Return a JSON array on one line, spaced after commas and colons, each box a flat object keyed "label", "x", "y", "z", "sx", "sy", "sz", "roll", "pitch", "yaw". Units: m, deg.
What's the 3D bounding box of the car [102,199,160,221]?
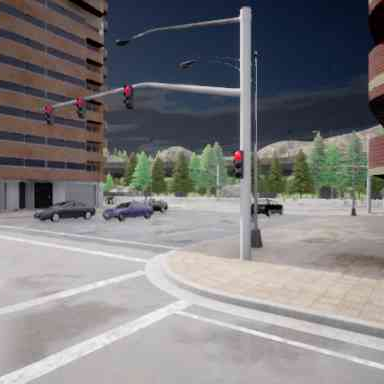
[{"label": "car", "x": -5.085, "y": 1.514, "z": 27.082, "sx": 1.812, "sy": 1.442, "sz": 4.674, "roll": 0, "pitch": 0, "yaw": 36}]

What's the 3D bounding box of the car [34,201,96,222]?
[{"label": "car", "x": -9.945, "y": 1.491, "z": 26.345, "sx": 1.837, "sy": 1.490, "sz": 4.892, "roll": 0, "pitch": 0, "yaw": 36}]

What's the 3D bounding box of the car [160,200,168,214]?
[{"label": "car", "x": -4.456, "y": 1.478, "z": 33.882, "sx": 2.128, "sy": 1.511, "sz": 4.902, "roll": 0, "pitch": 0, "yaw": 36}]

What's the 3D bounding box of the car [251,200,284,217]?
[{"label": "car", "x": 7.126, "y": 1.470, "z": 31.740, "sx": 1.882, "sy": 1.535, "sz": 5.008, "roll": 0, "pitch": 0, "yaw": 36}]
